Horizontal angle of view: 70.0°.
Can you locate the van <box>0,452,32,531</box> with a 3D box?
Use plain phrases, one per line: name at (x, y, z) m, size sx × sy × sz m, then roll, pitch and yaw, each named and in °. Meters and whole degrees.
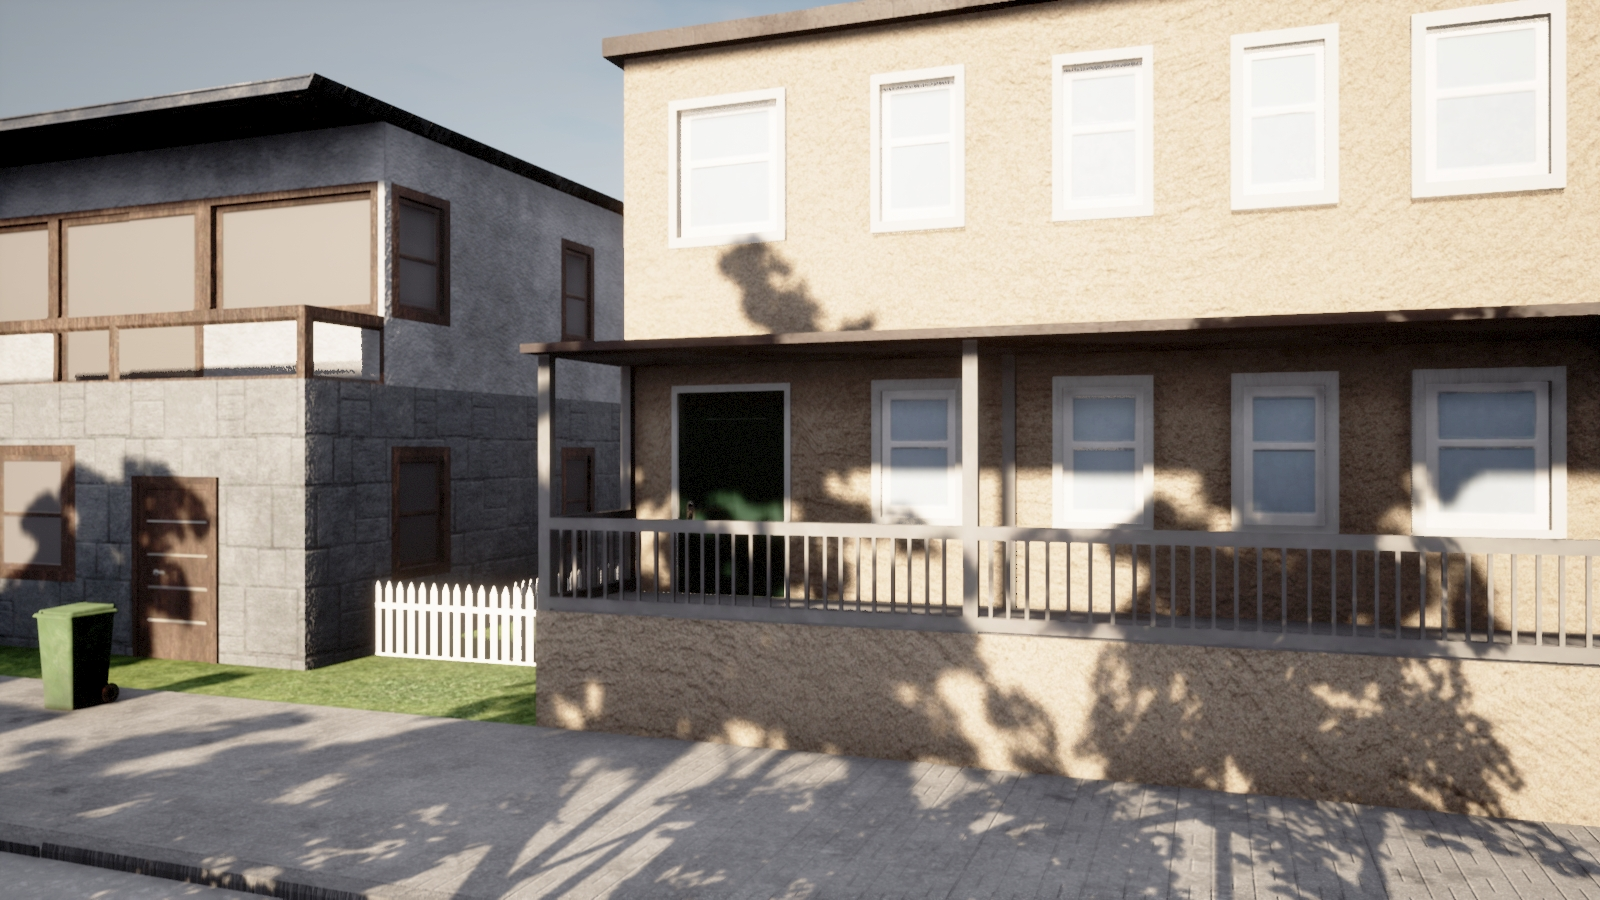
van at (-27.753, 1.362, 35.974) m, size 1.988 × 2.561 × 5.915 m, roll 0°, pitch 0°, yaw 20°
